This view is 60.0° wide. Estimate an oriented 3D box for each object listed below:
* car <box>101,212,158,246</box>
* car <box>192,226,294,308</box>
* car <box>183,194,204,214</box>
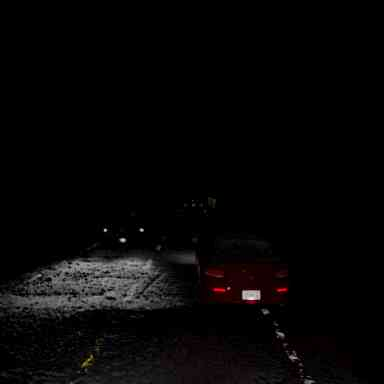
[{"bbox_3d":[-2.714,1.601,15.346,1.895,1.301,4.718,0,0,0],"label":"car"},{"bbox_3d":[0.979,1.526,7.764,1.812,1.442,4.674,0,0,0],"label":"car"},{"bbox_3d":[0.157,1.348,34.948,2.097,1.767,4.553,0,0,0],"label":"car"}]
